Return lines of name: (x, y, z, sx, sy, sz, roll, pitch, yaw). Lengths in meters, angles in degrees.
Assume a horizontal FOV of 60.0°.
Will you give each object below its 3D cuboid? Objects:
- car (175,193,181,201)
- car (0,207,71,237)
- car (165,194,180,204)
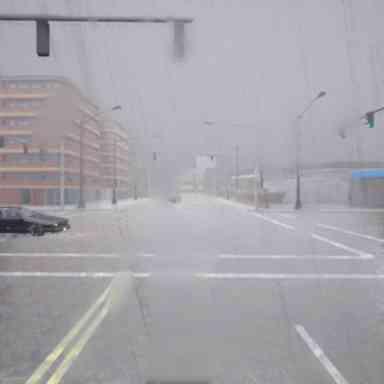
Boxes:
car: (-3.500, 1.112, 73.298, 2.097, 1.767, 4.553, 0, 0, 0)
car: (-8.986, 1.455, 16.654, 5.357, 1.411, 2.033, 0, 0, 2)
car: (-3.555, 1.410, 57.503, 1.895, 1.301, 4.718, 0, 0, 1)
